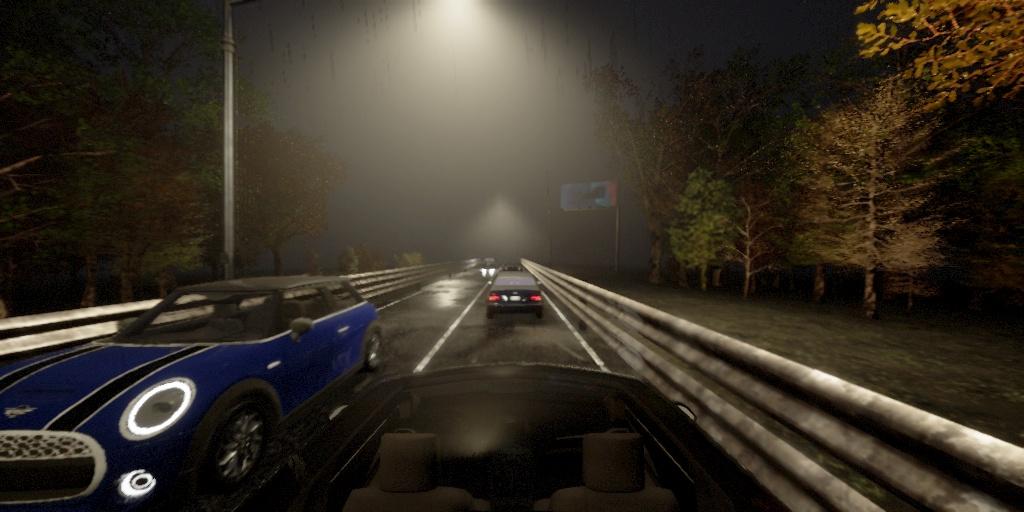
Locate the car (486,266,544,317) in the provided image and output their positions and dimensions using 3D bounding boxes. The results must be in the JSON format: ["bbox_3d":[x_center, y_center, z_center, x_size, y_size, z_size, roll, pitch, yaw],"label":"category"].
[{"bbox_3d":[0.095,1.250,12.805,2.033,1.411,5.357,0,0,0],"label":"car"}]

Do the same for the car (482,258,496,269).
[{"bbox_3d":[-3.312,1.027,52.389,2.128,1.511,4.902,0,0,0],"label":"car"}]

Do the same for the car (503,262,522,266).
[{"bbox_3d":[0.067,1.206,35.508,1.895,1.301,4.718,0,0,0],"label":"car"}]

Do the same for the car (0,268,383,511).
[{"bbox_3d":[-3.351,1.090,4.484,2.097,1.767,4.553,0,0,0],"label":"car"}]
